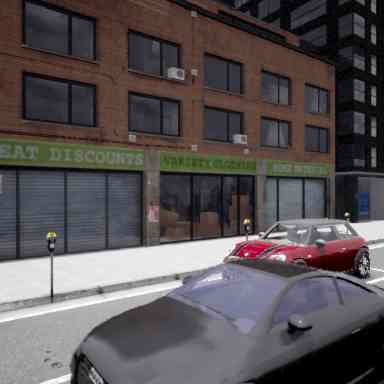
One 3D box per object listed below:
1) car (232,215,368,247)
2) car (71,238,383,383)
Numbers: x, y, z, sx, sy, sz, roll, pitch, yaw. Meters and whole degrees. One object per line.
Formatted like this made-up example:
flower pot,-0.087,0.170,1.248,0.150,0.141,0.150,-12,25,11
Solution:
car,2.694,1.440,8.456,4.097,1.590,1.967,0,0,-35
car,0.796,1.564,3.946,4.181,1.385,1.994,0,0,-35
